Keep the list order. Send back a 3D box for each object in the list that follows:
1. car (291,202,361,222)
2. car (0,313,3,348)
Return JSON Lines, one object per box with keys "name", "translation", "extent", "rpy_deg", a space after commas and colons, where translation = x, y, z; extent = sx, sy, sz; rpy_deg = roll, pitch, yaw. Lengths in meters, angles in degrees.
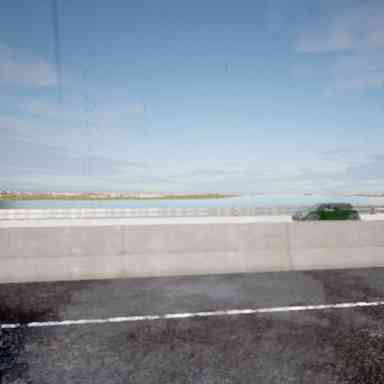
{"name": "car", "translation": [9.438, 1.509, 23.703], "extent": [4.553, 1.767, 2.097], "rpy_deg": [0, -1, -8]}
{"name": "car", "translation": [-4.735, 1.425, 3.671], "extent": [4.553, 1.767, 2.097], "rpy_deg": [0, -1, -9]}
